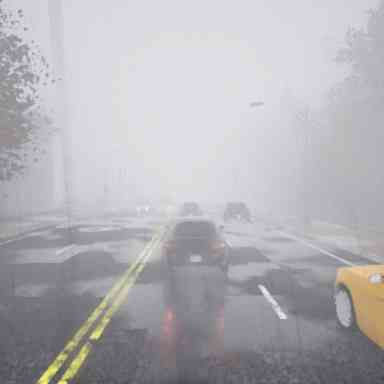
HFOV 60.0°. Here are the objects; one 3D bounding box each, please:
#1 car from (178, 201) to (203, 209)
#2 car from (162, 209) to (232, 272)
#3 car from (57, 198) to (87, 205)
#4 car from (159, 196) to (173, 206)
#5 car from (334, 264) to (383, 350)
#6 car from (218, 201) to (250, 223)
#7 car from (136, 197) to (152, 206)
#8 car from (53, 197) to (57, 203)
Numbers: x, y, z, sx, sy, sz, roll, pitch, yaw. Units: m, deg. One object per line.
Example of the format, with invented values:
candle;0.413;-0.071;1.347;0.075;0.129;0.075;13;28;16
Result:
car;-0.115;1.442;25.970;1.812;1.442;4.674;0;0;-1
car;0.085;1.491;10.560;1.812;1.442;4.674;0;0;0
car;-20.675;1.631;58.241;4.313;1.339;1.947;-1;1;-1
car;-3.837;1.351;49.700;1.837;1.490;4.892;0;0;-1
car;3.341;1.466;3.705;1.882;1.535;5.008;0;0;0
car;3.161;1.424;25.051;1.837;1.490;4.892;0;0;-1
car;-7.088;1.406;49.793;1.994;1.385;4.181;0;0;-1
car;-29.145;1.601;66.617;4.403;1.369;2.008;-1;1;-1
